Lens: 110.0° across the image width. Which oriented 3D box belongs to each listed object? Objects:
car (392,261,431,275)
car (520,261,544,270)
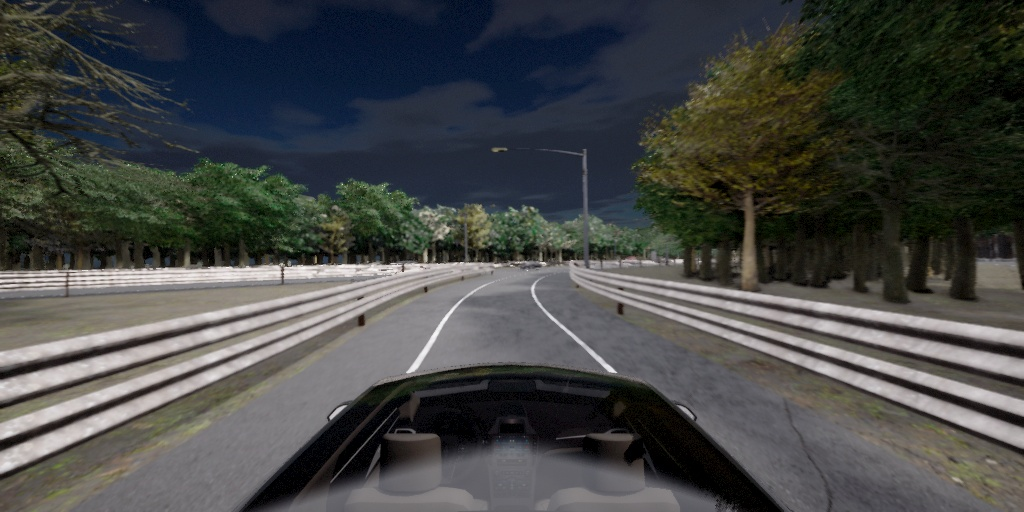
[{"bbox_3d":[-11.397,1.341,41.242,2.097,1.767,4.553,-2,-1,42],"label":"car"},{"bbox_3d":[3.222,1.519,57.745,1.812,1.442,4.674,-2,-1,42],"label":"car"}]
